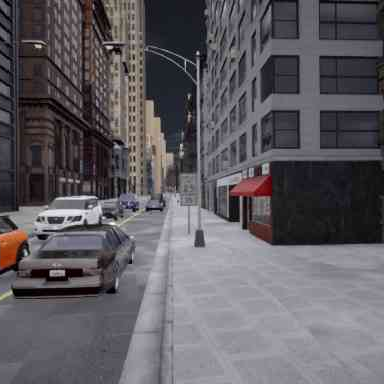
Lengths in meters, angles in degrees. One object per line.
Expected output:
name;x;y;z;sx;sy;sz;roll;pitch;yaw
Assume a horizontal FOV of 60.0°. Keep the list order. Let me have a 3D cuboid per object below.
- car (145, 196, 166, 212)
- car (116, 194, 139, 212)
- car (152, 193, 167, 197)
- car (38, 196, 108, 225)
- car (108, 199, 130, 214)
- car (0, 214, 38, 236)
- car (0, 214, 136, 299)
car;-4.330;1.534;38.772;1.994;1.385;4.181;-1;0;-3
car;-7.432;1.219;38.611;2.150;2.045;5.566;-1;0;-3
car;-4.969;1.179;48.861;2.150;2.045;5.566;-1;0;-3
car;-6.259;1.240;17.587;2.150;2.045;5.566;-1;0;-3
car;-6.851;1.557;27.889;2.033;1.411;5.357;-1;0;-3
car;-5.696;1.379;7.808;2.097;1.767;4.553;-1;0;-3
car;-2.639;1.546;8.659;2.033;1.411;5.357;-1;0;-3
